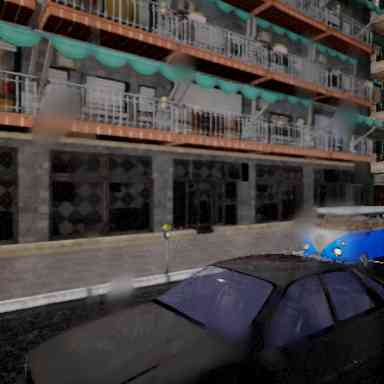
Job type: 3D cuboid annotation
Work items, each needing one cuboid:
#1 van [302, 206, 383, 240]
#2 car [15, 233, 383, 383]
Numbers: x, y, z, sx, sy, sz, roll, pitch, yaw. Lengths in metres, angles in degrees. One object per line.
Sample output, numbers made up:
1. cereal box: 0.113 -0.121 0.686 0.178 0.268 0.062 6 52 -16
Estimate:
1. van: 5.072 1.332 10.173 3.998 1.788 1.690 0 0 -35
2. car: 0.930 1.544 4.037 5.357 1.411 2.033 0 0 -35
